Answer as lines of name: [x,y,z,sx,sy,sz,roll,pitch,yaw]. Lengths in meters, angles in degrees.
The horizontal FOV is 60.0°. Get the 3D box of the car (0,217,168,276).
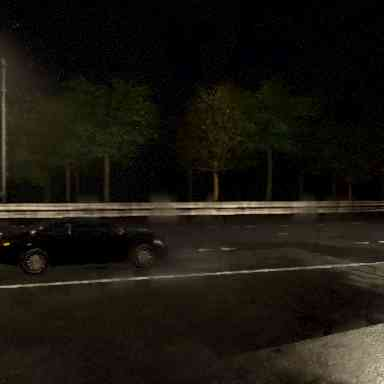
car: [-3.058,1.462,9.795,4.674,1.442,1.812,0,0,-14]
